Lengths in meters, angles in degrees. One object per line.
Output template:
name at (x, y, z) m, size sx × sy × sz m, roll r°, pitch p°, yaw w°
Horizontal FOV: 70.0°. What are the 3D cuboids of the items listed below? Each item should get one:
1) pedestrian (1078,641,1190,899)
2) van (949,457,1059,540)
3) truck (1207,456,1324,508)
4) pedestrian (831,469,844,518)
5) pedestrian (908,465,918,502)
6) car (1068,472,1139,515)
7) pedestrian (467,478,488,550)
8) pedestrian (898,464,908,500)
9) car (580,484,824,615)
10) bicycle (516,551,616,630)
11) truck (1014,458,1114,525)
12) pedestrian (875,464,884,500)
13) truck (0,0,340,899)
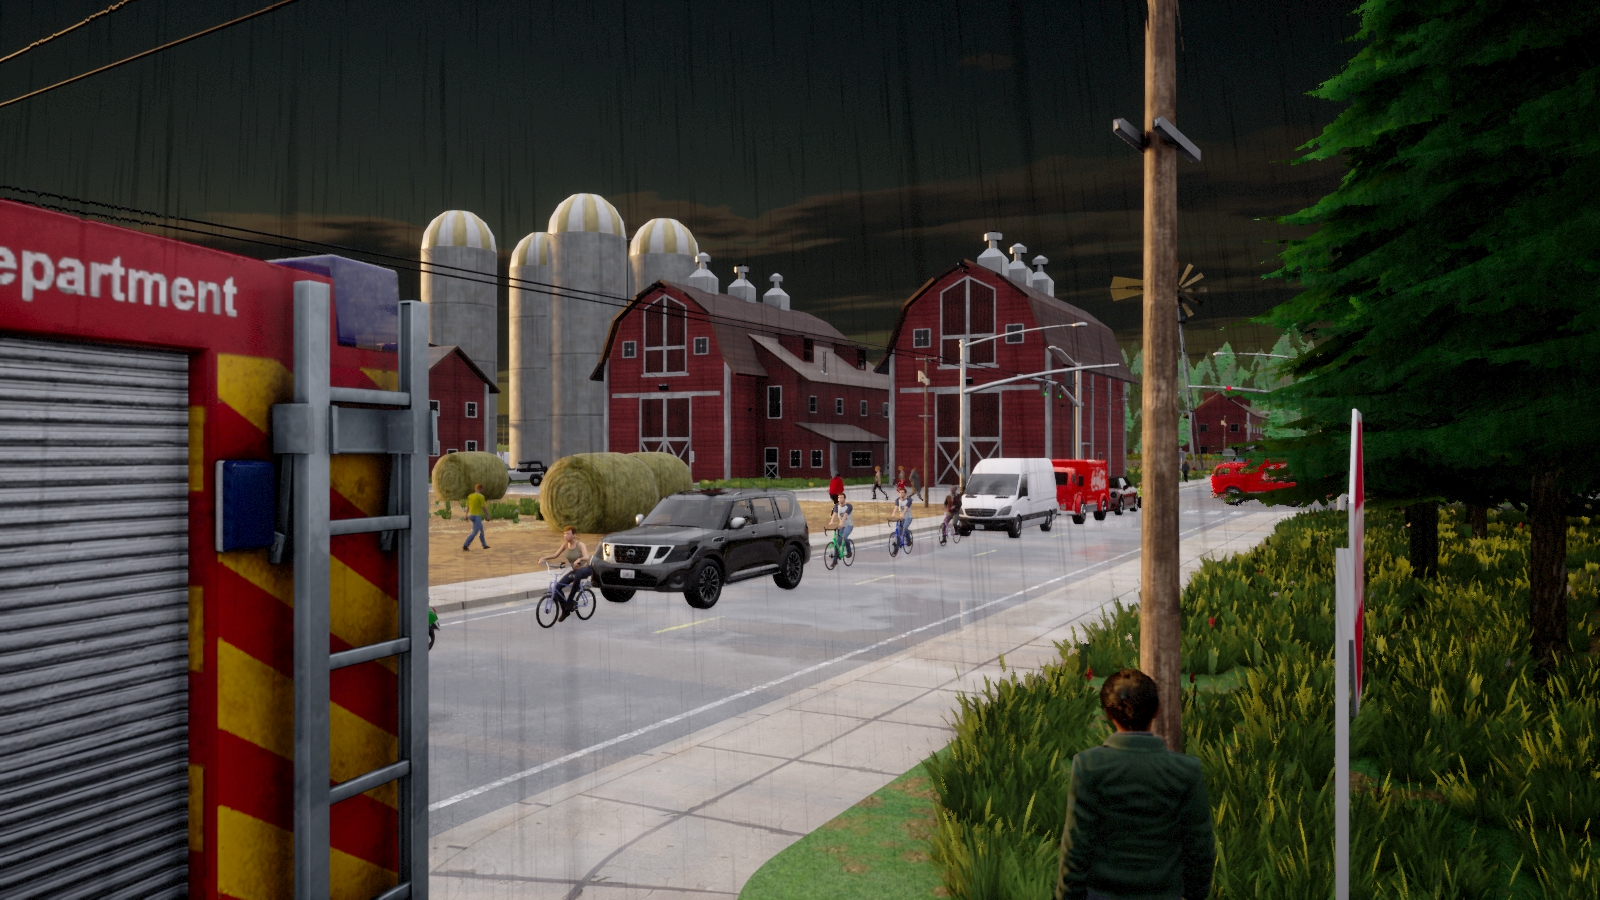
pedestrian at (1.204, 1.663, 4.147) m, size 0.375 × 1.860 × 0.375 m, roll 0°, pitch 0°, yaw 15°
van at (7.066, 1.534, 38.947) m, size 1.988 × 2.561 × 5.915 m, roll 0°, pitch 0°, yaw 28°
truck at (23.409, 1.556, 57.449) m, size 5.204 × 2.467 × 2.627 m, roll 0°, pitch 0°, yaw 27°
pedestrian at (1.450, 1.678, 44.164) m, size 0.375 × 1.860 × 0.375 m, roll 0°, pitch 0°, yaw 44°
pedestrian at (5.726, 1.670, 57.898) m, size 0.375 × 1.860 × 0.375 m, roll 0°, pitch 0°, yaw 26°
car at (13.659, 1.903, 51.220) m, size 2.097 × 1.767 × 4.553 m, roll 0°, pitch 0°, yaw 28°
pedestrian at (-8.481, 1.681, 30.072) m, size 0.375 × 1.860 × 0.375 m, roll 0°, pitch 0°, yaw 37°
pedestrian at (5.339, 1.670, 59.318) m, size 0.375 × 1.860 × 0.375 m, roll 0°, pitch 0°, yaw 26°
car at (-1.717, 1.779, 22.428) m, size 2.150 × 2.045 × 5.566 m, roll 0°, pitch 0°, yaw 27°
bicycle at (-3.786, 2.256, 18.580) m, size 0.859 × 1.080 × 1.487 m, roll 0°, pitch 0°, yaw 28°
truck at (10.557, 1.568, 45.373) m, size 2.627 × 2.467 × 5.204 m, roll 0°, pitch 0°, yaw 28°
pedestrian at (4.114, 1.668, 59.282) m, size 0.375 × 1.860 × 0.375 m, roll 0°, pitch 0°, yaw 19°
truck at (-5.975, 0.867, 3.799) m, size 8.468 × 3.827 × 2.891 m, roll 0°, pitch 0°, yaw 20°
